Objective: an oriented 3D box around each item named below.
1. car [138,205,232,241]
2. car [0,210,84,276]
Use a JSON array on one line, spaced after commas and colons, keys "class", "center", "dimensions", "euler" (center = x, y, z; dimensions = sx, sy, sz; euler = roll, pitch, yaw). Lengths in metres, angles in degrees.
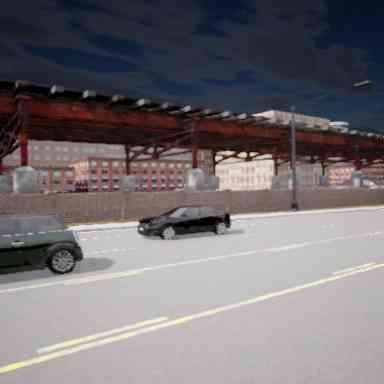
[{"class": "car", "center": [-0.260, 1.416, 16.641], "dimensions": [5.008, 1.535, 1.882], "euler": [0, 0, -35]}, {"class": "car", "center": [-5.346, 1.344, 8.780], "dimensions": [4.553, 1.767, 2.097], "euler": [0, 0, -35]}]
